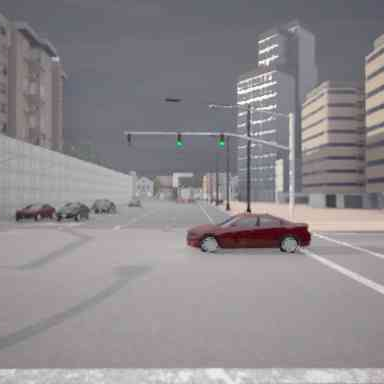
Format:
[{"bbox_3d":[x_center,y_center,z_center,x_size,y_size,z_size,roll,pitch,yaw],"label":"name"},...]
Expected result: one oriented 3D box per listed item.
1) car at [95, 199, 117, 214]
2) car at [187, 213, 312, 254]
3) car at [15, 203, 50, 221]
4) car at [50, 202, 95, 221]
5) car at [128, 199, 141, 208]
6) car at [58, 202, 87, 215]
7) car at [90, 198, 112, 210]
[{"bbox_3d":[-10.603,1.912,40.957,1.837,1.490,4.892,0,-1,0],"label":"car"},{"bbox_3d":[2.283,1.614,13.651,5.008,1.535,1.882,0,-1,0],"label":"car"},{"bbox_3d":[-14.104,1.779,30.277,1.882,1.535,5.008,0,-1,0],"label":"car"},{"bbox_3d":[-10.613,1.804,30.065,1.837,1.490,4.892,0,-1,0],"label":"car"},{"bbox_3d":[-10.544,2.112,61.119,1.837,1.490,4.892,0,-1,0],"label":"car"},{"bbox_3d":[-14.118,1.920,39.635,1.812,1.442,4.674,0,0,0],"label":"car"},{"bbox_3d":[-14.089,1.864,51.581,2.097,1.767,4.553,0,-1,0],"label":"car"}]
